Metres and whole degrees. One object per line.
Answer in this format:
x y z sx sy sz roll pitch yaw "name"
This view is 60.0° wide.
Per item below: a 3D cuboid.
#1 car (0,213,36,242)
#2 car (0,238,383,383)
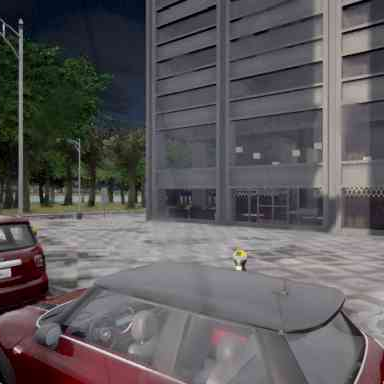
-4.800 1.315 6.382 5.009 1.841 2.192 0 0 35 "car"
-0.371 1.440 3.227 4.097 1.590 1.967 0 0 35 "car"
